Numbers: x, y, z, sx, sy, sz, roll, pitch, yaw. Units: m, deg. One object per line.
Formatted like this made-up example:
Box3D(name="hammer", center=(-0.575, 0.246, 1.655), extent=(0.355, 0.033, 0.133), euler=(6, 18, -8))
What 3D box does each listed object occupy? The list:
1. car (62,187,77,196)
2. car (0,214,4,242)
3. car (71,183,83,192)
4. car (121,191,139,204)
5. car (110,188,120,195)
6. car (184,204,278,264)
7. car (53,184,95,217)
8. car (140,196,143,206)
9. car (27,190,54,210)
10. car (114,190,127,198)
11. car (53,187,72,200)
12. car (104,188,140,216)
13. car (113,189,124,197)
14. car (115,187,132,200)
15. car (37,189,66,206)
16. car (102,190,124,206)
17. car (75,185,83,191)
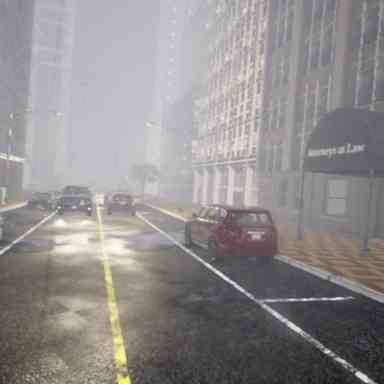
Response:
Box3D(name="car", center=(-19.582, -0.083, 53.309), extent=(1.802, 1.307, 4.206), euler=(3, 1, -16))
Box3D(name="car", center=(-6.837, 1.023, 9.754), extent=(2.008, 1.369, 4.403), euler=(3, 1, -16))
Box3D(name="car", center=(-25.938, -0.942, 75.084), extent=(2.192, 1.841, 5.009), euler=(3, 1, -16))
Box3D(name="car", center=(-8.404, 0.703, 44.892), extent=(1.752, 1.417, 4.829), euler=(3, 1, -16))
Box3D(name="car", center=(-17.917, -0.118, 77.400), extent=(1.802, 1.307, 4.206), euler=(3, 1, -16))
Box3D(name="car", center=(1.214, 1.345, 12.059), extent=(2.192, 1.841, 5.009), euler=(3, 1, -16))
Box3D(name="car", center=(-8.144, 0.531, 23.594), extent=(2.150, 2.045, 5.566), euler=(4, 0, -16))
Box3D(name="car", center=(-6.812, 0.846, 39.448), extent=(1.752, 1.417, 4.829), euler=(3, 1, -16))
Box3D(name="car", center=(-11.617, 0.619, 26.087), extent=(1.947, 1.339, 4.313), euler=(3, 1, -16))
Box3D(name="car", center=(-13.138, 0.312, 61.064), extent=(1.947, 1.339, 4.313), euler=(3, 1, -16))
Box3D(name="car", center=(-16.346, 0.153, 42.257), extent=(1.752, 1.417, 4.829), euler=(3, 1, -16))
Box3D(name="car", center=(-5.725, 0.819, 26.608), extent=(2.097, 1.767, 4.553), euler=(4, 0, -16))
Box3D(name="car", center=(-14.730, 0.143, 66.511), extent=(1.887, 1.381, 4.507), euler=(3, 1, -16))
Box3D(name="car", center=(-11.531, 0.208, 55.617), extent=(2.192, 1.841, 5.009), euler=(3, 1, -16))
Box3D(name="car", center=(-13.210, 0.476, 31.532), extent=(1.947, 1.339, 4.313), euler=(3, 1, -16))
Box3D(name="car", center=(-9.279, 0.641, 38.729), extent=(2.128, 1.511, 4.902), euler=(4, 0, -16))
Box3D(name="car", center=(-29.086, -1.030, 85.812), extent=(1.752, 1.417, 4.829), euler=(3, 1, -16))
